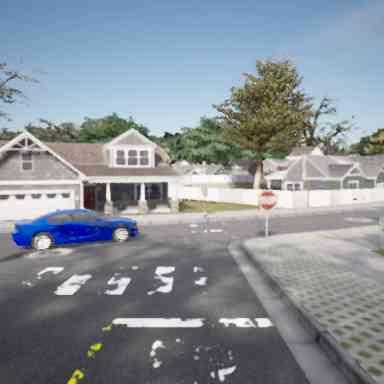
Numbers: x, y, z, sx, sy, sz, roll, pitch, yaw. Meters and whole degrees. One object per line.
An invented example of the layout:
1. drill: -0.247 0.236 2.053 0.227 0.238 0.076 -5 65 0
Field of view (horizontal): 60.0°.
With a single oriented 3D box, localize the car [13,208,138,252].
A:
1. car: -4.838 1.447 14.237 5.008 1.535 1.882 -2 3 -23
